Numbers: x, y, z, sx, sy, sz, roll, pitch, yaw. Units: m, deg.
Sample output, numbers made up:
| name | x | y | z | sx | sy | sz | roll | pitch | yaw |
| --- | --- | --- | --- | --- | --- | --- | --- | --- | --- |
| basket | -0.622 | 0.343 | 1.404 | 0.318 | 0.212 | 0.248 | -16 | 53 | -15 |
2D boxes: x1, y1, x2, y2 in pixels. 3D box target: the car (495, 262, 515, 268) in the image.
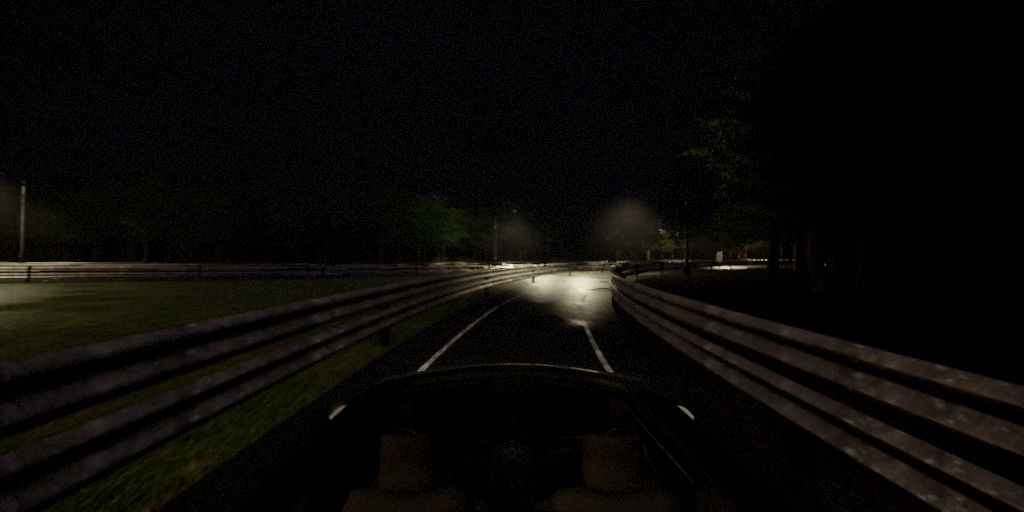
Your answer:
| name | x | y | z | sx | sy | sz | roll | pitch | yaw |
| --- | --- | --- | --- | --- | --- | --- | --- | --- | --- |
| car | -0.389 | 1.760 | 58.055 | 4.902 | 1.511 | 2.128 | 0 | 0 | -32 |

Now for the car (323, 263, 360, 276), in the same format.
| name | x | y | z | sx | sy | sz | roll | pitch | yaw |
| --- | --- | --- | --- | --- | --- | --- | --- | --- | --- |
| car | -21.668 | 1.675 | 44.769 | 5.008 | 1.535 | 1.882 | 1 | 0 | -32 |
